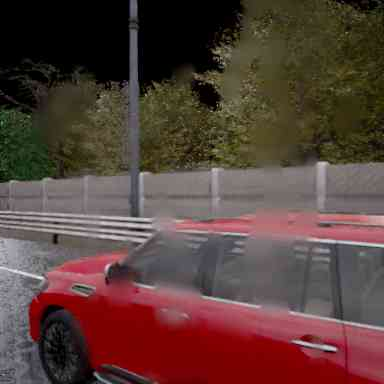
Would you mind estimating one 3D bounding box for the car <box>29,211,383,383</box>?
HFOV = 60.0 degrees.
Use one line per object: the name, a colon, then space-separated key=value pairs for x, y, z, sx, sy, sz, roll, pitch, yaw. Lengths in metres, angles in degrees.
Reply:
car: x=0.546 y=1.232 z=3.587 sx=5.566 sy=2.045 sz=2.150 roll=0 pitch=0 yaw=36
